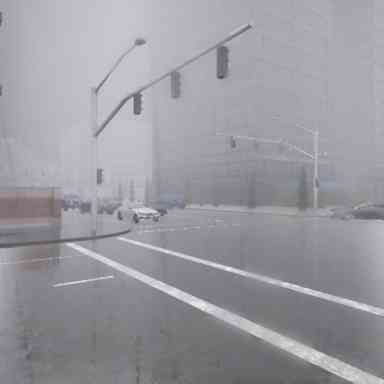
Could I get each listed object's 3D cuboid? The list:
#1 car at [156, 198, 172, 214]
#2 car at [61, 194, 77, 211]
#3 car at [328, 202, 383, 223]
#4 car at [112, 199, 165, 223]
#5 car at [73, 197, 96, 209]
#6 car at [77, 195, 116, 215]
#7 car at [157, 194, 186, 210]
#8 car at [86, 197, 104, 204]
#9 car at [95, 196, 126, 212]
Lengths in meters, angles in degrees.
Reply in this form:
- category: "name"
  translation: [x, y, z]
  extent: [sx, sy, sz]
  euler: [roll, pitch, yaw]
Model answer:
- category: "car"
  translation: [-4.404, 1.547, 32.061]
  extent: [2.033, 1.411, 5.357]
  euler: [0, 0, -36]
- category: "car"
  translation: [-15.121, 1.221, 41.007]
  extent: [2.150, 2.045, 5.566]
  euler: [0, 0, -36]
- category: "car"
  translation: [12.853, 1.491, 25.069]
  extent: [4.902, 1.511, 2.128]
  euler: [0, 0, -3]
- category: "car"
  translation: [-4.292, 1.526, 25.899]
  extent: [1.812, 1.442, 4.674]
  euler: [0, 0, -36]
- category: "car"
  translation: [-15.419, 1.526, 47.450]
  extent: [1.812, 1.442, 4.674]
  euler: [0, 0, -35]
- category: "car"
  translation: [-9.521, 1.352, 33.195]
  extent: [2.097, 1.767, 4.553]
  euler: [0, 0, -36]
- category: "car"
  translation: [-2.961, 1.221, 42.383]
  extent: [2.150, 2.045, 5.566]
  euler: [0, 0, -35]
- category: "car"
  translation: [-18.878, 1.601, 64.602]
  extent: [1.895, 1.301, 4.718]
  euler: [0, 0, -36]
- category: "car"
  translation: [-9.786, 1.352, 39.571]
  extent: [2.097, 1.767, 4.553]
  euler: [0, 0, -36]
